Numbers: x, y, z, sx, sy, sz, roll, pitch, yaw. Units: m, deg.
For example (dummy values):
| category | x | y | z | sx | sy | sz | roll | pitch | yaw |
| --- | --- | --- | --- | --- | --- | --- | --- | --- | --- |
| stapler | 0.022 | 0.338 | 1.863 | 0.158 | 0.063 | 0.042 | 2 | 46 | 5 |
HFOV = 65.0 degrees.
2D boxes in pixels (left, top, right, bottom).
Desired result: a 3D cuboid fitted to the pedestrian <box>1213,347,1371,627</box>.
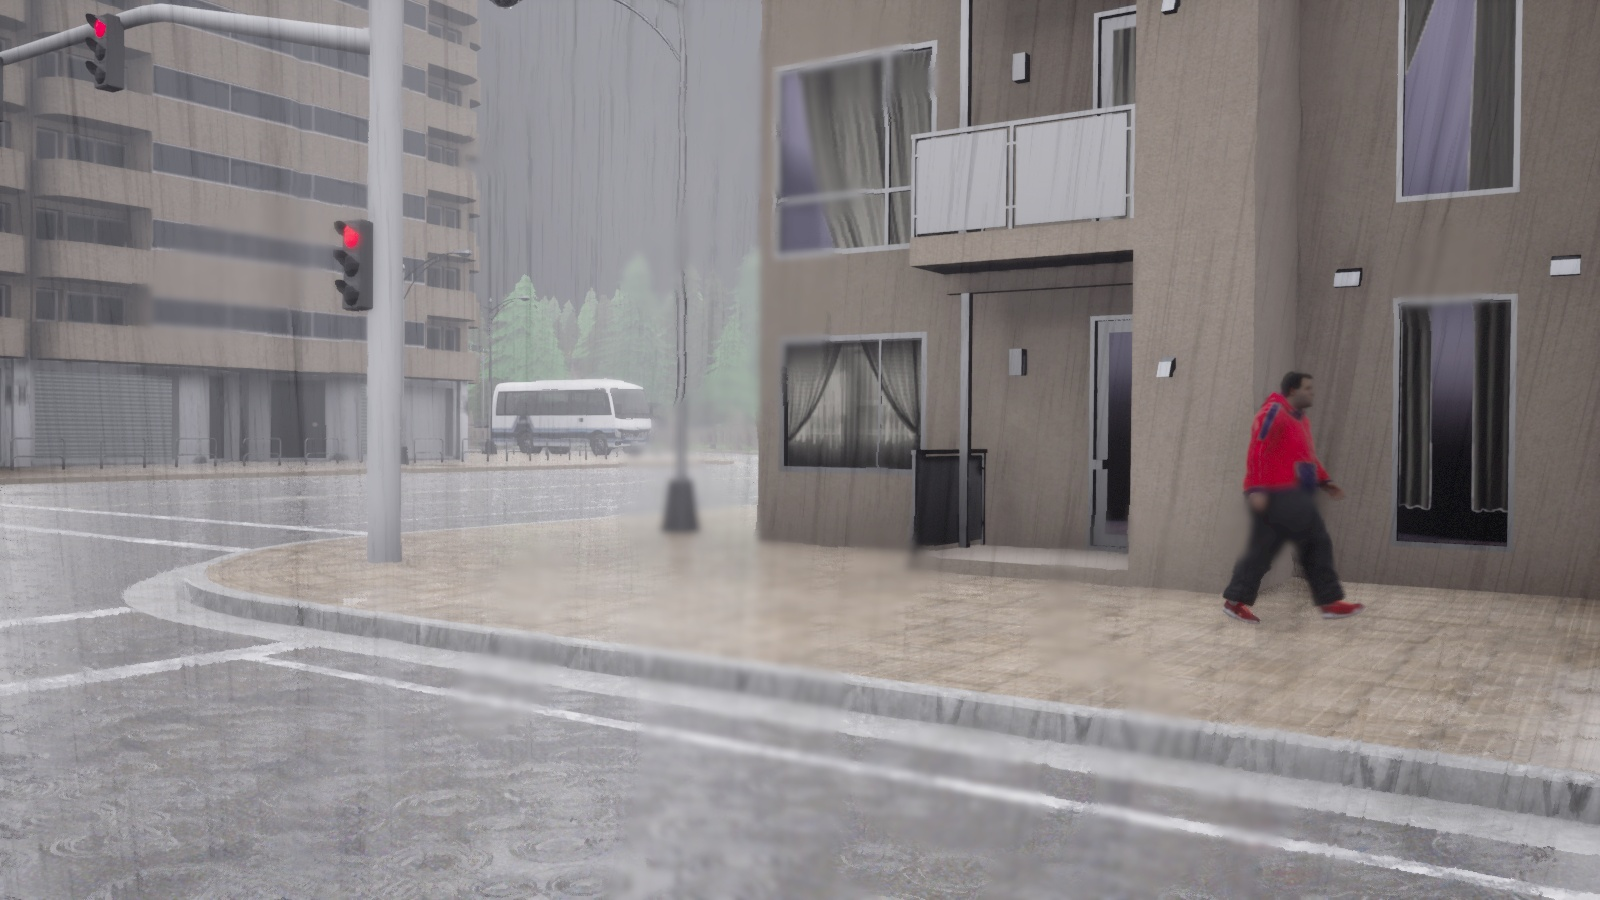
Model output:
| category | x | y | z | sx | sy | sz | roll | pitch | yaw |
| --- | --- | --- | --- | --- | --- | --- | --- | --- | --- |
| pedestrian | 3.432 | 0.239 | 8.753 | 0.899 | 1.844 | 0.634 | 0 | 1 | 34 |

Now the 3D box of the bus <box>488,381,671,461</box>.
| category | x | y | z | sx | sy | sz | roll | pitch | yaw |
| --- | --- | --- | --- | --- | --- | --- | --- | --- | --- |
| bus | -12.582 | -1.558 | 71.142 | 10.273 | 4.253 | 3.944 | 0 | 1 | 34 |
